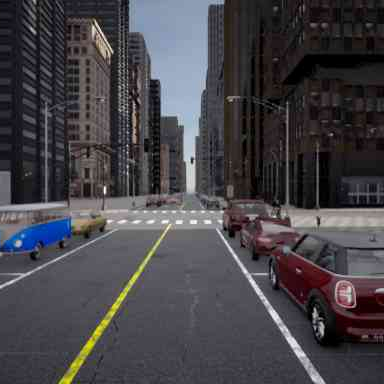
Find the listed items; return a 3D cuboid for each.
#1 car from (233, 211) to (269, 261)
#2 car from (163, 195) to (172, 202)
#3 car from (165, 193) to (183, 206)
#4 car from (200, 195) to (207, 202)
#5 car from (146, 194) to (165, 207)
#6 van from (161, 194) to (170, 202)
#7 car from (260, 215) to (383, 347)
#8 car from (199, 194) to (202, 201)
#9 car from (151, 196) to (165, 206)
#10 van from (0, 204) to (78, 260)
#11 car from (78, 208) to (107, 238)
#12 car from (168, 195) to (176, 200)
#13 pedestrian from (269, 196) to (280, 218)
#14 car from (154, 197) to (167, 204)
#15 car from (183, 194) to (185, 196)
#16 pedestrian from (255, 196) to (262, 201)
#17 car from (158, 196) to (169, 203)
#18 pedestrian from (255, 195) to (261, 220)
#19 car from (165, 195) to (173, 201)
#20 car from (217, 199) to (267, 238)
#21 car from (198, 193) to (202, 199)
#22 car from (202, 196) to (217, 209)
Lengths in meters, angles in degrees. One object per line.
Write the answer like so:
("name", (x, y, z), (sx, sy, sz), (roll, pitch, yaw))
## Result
("car", (2.767, 1.579, 12.017), (1.802, 1.307, 4.206), (0, 0, 0))
("car", (-5.721, 1.441, 78.507), (1.967, 1.590, 4.097), (0, 0, 0))
("car", (-3.051, 1.347, 54.609), (2.097, 1.767, 4.553), (0, 0, 0))
("car", (2.792, 1.546, 55.949), (2.008, 1.369, 4.403), (0, 0, 0))
("car", (-5.737, 1.309, 50.304), (2.192, 1.841, 5.009), (0, 0, 0))
("van", (-5.724, 1.340, 72.867), (1.690, 1.788, 3.998), (0, 0, 0))
("car", (2.764, 1.438, 6.339), (1.967, 1.590, 4.097), (0, 0, 0))
("car", (2.795, 1.540, 61.590), (1.887, 1.381, 4.507), (0, 0, 0))
("car", (-5.733, 1.435, 55.945), (1.967, 1.590, 4.097), (0, 0, 0))
("van", (-5.758, 1.338, 12.012), (1.690, 1.788, 3.998), (0, 0, 0))
("car", (-5.755, 1.521, 17.519), (1.752, 1.417, 4.829), (0, 0, 0))
("car", (-5.711, 1.577, 95.429), (1.947, 1.339, 4.313), (0, 0, 0))
("pedestrian", (5.927, 1.138, 23.938), (0.375, 1.860, 0.375), (0, 0, 0))
("car", (-5.730, 1.561, 61.586), (1.947, 1.339, 4.313), (0, 0, 0))
("car", (-2.961, 1.593, 69.691), (1.895, 1.301, 4.718), (0, 0, 0))
("pedestrian", (4.815, 1.134, 23.338), (0.375, 1.860, 0.375), (0, 0, 0))
("car", (-5.727, 1.579, 67.226), (1.802, 1.307, 4.206), (0, 0, 0))
("pedestrian", (4.840, 1.138, 24.539), (0.375, 1.860, 0.375), (0, 0, 0))
("car", (-5.717, 1.529, 83.978), (1.752, 1.417, 4.829), (0, 0, 0))
("car", (2.770, 1.311, 17.694), (2.192, 1.841, 5.009), (0, 0, 0))
("car", (2.801, 1.439, 72.871), (1.967, 1.590, 4.097), (0, 0, 0))
("car", (2.786, 1.545, 44.668), (2.008, 1.369, 4.403), (0, 0, 0))
